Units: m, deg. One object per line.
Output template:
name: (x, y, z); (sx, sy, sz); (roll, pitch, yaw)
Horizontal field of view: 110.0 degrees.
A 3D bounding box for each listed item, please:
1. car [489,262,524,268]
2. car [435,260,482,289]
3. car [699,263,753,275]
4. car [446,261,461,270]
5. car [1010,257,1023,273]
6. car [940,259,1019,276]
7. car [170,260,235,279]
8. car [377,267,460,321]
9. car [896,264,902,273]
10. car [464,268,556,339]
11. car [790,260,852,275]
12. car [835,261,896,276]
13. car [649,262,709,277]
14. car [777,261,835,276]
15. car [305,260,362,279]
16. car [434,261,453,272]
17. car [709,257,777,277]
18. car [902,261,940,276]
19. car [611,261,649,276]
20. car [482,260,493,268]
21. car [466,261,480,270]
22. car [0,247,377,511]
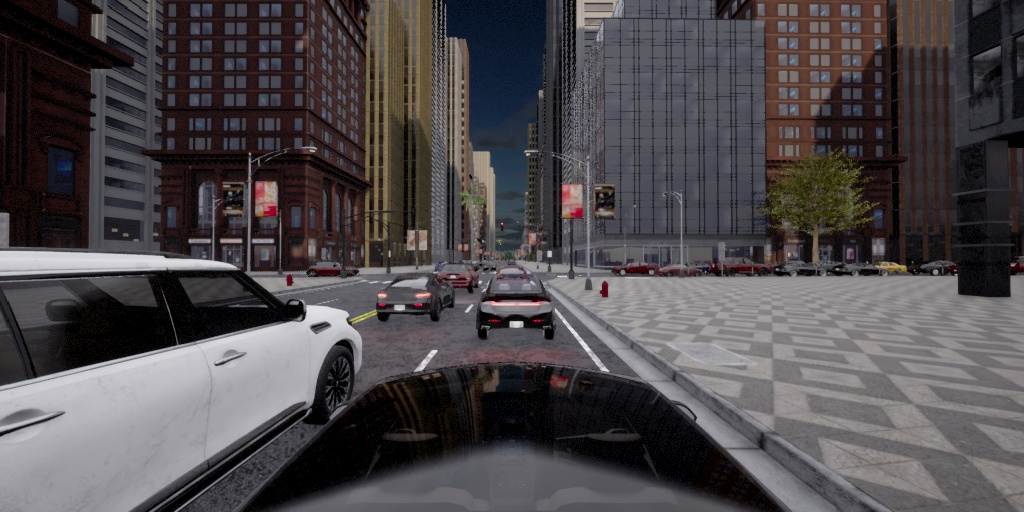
car: (-0.014, 1.260, 19.567); (1.882, 1.535, 5.008); (0, 0, 0)
car: (-3.163, 1.142, 21.356); (2.097, 1.767, 4.553); (0, 0, 0)
car: (23.156, 1.388, 38.835); (4.718, 1.301, 1.895); (0, -1, -1)
car: (-9.872, 1.557, 60.833); (1.812, 1.442, 4.674); (0, 0, 0)
car: (49.119, 0.972, 33.486); (5.009, 1.841, 2.192); (0, 0, -1)
car: (43.481, 1.213, 33.394); (4.507, 1.381, 1.888); (0, 0, -1)
car: (-30.087, 1.313, 34.937); (4.553, 1.767, 2.097); (0, -1, 0)
car: (-3.158, 1.288, 12.376); (1.812, 1.442, 4.674); (0, 0, 0)
car: (43.178, 1.295, 41.915); (4.829, 1.417, 1.751); (0, 0, -1)
car: (0.093, 1.248, 10.066); (2.128, 1.511, 4.902); (0, 0, 0)
car: (33.566, 1.250, 38.998); (4.902, 1.511, 2.128); (0, -1, -1)
car: (32.205, 1.259, 33.210); (4.313, 1.339, 1.948); (0, 0, -1)
car: (15.292, 1.327, 32.935); (4.207, 1.307, 1.802); (0, 0, -1)
car: (26.568, 1.275, 33.118); (4.313, 1.339, 1.948); (0, 0, -1)
car: (-17.393, 1.256, 35.108); (4.553, 1.767, 2.097); (0, -1, -2)
car: (-9.876, 1.495, 51.910); (1.812, 1.442, 4.674); (0, 0, 0)
car: (20.931, 1.040, 33.026); (5.009, 1.841, 2.192); (0, 0, -1)
car: (42.828, 1.205, 36.010); (4.892, 1.490, 1.837); (0, -1, -1)
car: (13.239, 1.298, 38.687); (5.008, 1.535, 1.882); (0, -1, -2)
car: (-3.154, 1.580, 53.391); (1.895, 1.301, 4.718); (0, 0, 0)
car: (-6.622, 1.561, 61.287); (1.812, 1.442, 4.674); (0, 0, 0)
car: (-3.155, 0.972, 2.597); (2.150, 2.045, 5.566); (0, 0, 0)
